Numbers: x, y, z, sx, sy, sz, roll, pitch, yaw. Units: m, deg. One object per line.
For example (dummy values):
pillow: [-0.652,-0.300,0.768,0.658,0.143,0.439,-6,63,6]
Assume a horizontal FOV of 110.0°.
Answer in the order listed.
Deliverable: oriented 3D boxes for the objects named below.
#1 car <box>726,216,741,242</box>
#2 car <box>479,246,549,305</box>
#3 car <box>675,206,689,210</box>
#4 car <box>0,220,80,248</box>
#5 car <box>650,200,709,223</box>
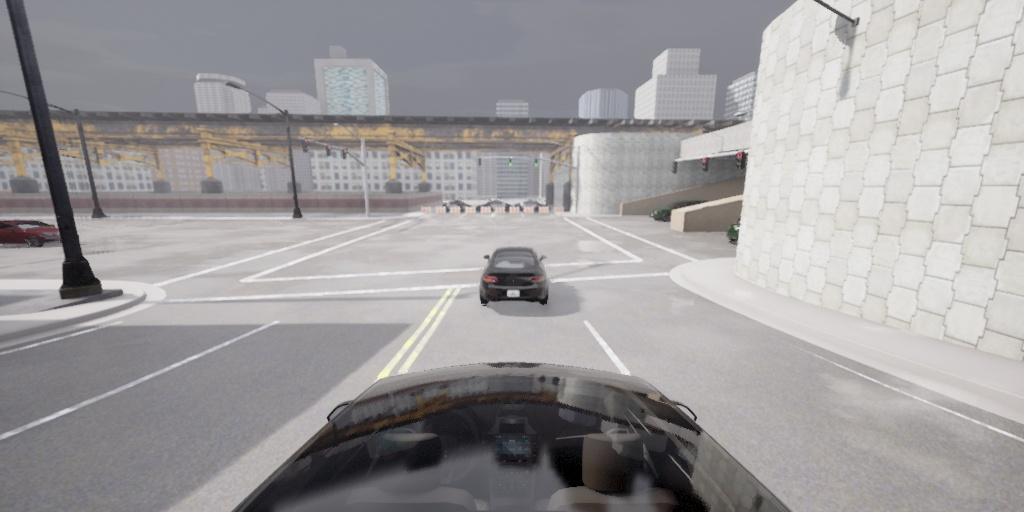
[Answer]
car: [15.198,-1.569,20.889,4.553,1.767,2.097,0,11,-2]
car: [0.088,0.427,10.872,1.812,1.442,4.674,0,8,1]
car: [17.070,-3.380,31.465,4.181,1.385,1.994,0,11,-2]
car: [-27.287,-1.297,20.060,4.674,1.442,1.812,0,11,-1]
car: [16.378,-4.380,34.817,5.566,2.045,2.150,-1,11,-1]
